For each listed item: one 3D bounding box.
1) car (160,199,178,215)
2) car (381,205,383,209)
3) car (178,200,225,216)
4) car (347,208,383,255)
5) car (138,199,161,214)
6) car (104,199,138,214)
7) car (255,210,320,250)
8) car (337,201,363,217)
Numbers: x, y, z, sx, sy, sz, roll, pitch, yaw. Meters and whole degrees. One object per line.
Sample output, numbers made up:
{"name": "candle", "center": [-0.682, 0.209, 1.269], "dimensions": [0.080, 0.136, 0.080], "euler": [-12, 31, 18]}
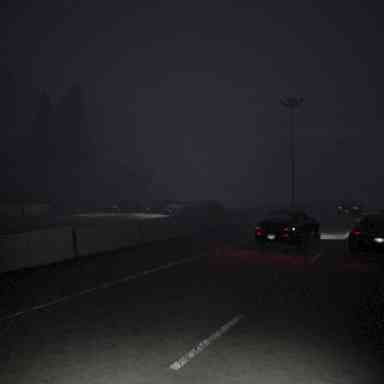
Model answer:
{"name": "car", "center": [-0.789, 1.523, 33.063], "dimensions": [1.812, 1.442, 4.674], "euler": [0, 0, 32]}
{"name": "car", "center": [17.922, 1.579, 29.571], "dimensions": [1.812, 1.442, 4.674], "euler": [0, -1, 32]}
{"name": "car", "center": [1.200, 1.468, 29.654], "dimensions": [1.882, 1.535, 5.008], "euler": [0, 0, 32]}
{"name": "car", "center": [7.158, 1.532, 12.471], "dimensions": [1.994, 1.385, 4.181], "euler": [0, 0, 32]}
{"name": "car", "center": [-3.175, 1.506, 35.841], "dimensions": [1.837, 1.490, 4.892], "euler": [0, -1, 32]}
{"name": "car", "center": [-7.264, 1.463, 35.918], "dimensions": [1.882, 1.535, 5.008], "euler": [0, 0, 32]}
{"name": "car", "center": [4.173, 1.491, 14.300], "dimensions": [1.812, 1.442, 4.674], "euler": [0, 0, 32]}
{"name": "car", "center": [14.969, 1.576, 31.448], "dimensions": [1.812, 1.442, 4.674], "euler": [0, -1, 32]}
